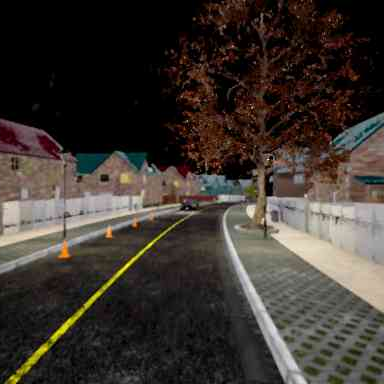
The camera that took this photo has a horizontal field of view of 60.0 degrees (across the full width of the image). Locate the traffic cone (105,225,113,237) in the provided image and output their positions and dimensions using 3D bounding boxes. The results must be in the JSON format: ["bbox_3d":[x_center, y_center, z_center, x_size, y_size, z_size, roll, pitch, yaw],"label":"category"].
[{"bbox_3d":[-4.086,1.912,16.441,0.340,0.580,0.340,0,0,4],"label":"traffic cone"}]

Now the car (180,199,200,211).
[{"bbox_3d":[-0.167,1.568,41.342,2.033,1.411,5.357,0,0,9],"label":"car"}]

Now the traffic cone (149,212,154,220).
[{"bbox_3d":[-3.242,1.916,26.505,0.340,0.580,0.340,0,0,6],"label":"traffic cone"}]

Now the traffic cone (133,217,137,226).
[{"bbox_3d":[-3.711,1.912,21.477,0.340,0.580,0.340,0,0,5],"label":"traffic cone"}]

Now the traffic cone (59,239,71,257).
[{"bbox_3d":[-4.364,1.918,11.399,0.340,0.580,0.340,0,0,3],"label":"traffic cone"}]
